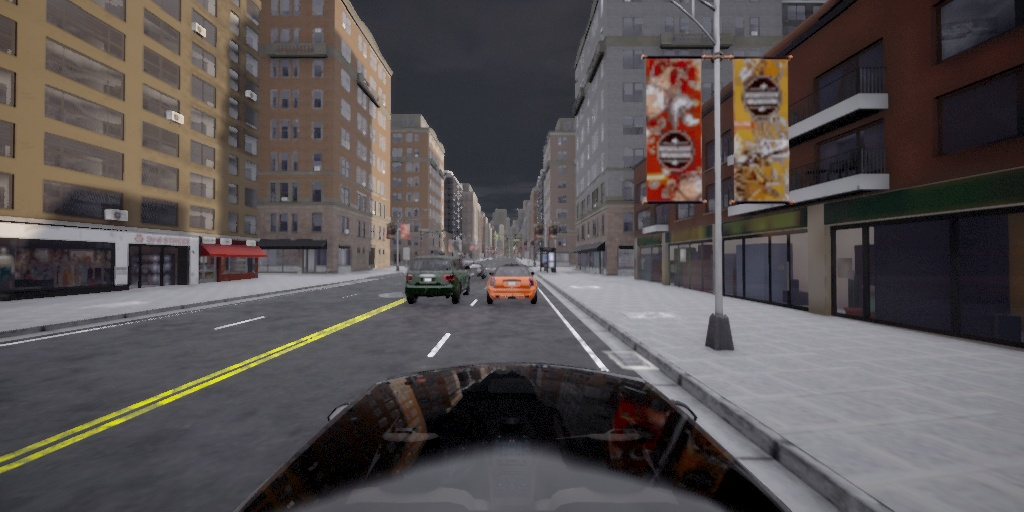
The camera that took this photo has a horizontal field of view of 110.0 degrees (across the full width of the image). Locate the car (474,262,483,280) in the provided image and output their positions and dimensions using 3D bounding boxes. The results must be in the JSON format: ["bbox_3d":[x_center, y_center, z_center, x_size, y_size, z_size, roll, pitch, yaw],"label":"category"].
[{"bbox_3d":[-3.251,1.296,31.503,1.812,1.442,4.674,0,0,0],"label":"car"}]

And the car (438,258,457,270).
[{"bbox_3d":[-9.753,1.183,54.535,2.097,1.767,4.553,0,0,0],"label":"car"}]

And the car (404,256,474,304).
[{"bbox_3d":[-3.251,1.012,16.533,2.150,2.045,5.566,0,0,0],"label":"car"}]

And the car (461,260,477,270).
[{"bbox_3d":[-6.501,1.338,54.504,1.812,1.442,4.674,0,0,0],"label":"car"}]

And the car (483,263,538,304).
[{"bbox_3d":[0.000,1.120,16.472,2.097,1.767,4.553,0,0,0],"label":"car"}]
